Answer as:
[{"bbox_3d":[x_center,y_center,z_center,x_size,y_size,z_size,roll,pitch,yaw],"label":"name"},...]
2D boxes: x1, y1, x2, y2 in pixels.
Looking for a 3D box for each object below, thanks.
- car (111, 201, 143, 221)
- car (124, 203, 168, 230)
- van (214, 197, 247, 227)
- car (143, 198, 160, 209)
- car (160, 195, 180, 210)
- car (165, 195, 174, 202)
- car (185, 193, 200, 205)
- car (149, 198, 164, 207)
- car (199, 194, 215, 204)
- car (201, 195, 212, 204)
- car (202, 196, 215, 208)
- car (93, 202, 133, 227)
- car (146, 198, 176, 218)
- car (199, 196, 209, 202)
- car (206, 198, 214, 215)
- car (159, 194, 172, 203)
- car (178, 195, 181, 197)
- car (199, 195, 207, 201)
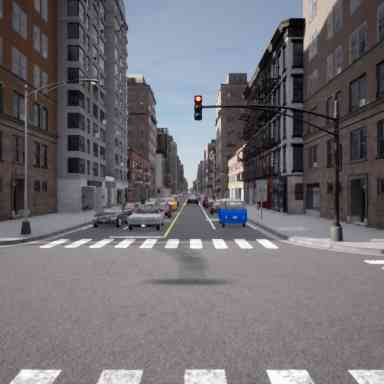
[{"bbox_3d":[-5.376,1.543,28.095,1.887,1.381,4.507,0,0,0],"label":"car"},{"bbox_3d":[-2.811,1.600,21.121,1.895,1.301,4.718,0,0,-1],"label":"car"},{"bbox_3d":[2.647,1.340,22.419,1.690,1.788,3.998,0,0,0],"label":"van"},{"bbox_3d":[-5.368,1.519,44.971,1.752,1.417,4.829,0,0,0],"label":"car"},{"bbox_3d":[-2.826,1.474,39.912,1.882,1.535,5.008,0,0,0],"label":"car"},{"bbox_3d":[-5.353,1.409,79.232,1.967,1.590,4.097,0,0,0],"label":"car"},{"bbox_3d":[0.135,1.463,56.841,1.882,1.535,5.008,0,0,0],"label":"car"},{"bbox_3d":[-5.365,1.556,50.823,1.947,1.339,4.313,0,0,0],"label":"car"},{"bbox_3d":[2.660,1.305,50.825,2.192,1.841,5.009,0,0,0],"label":"car"},{"bbox_3d":[2.665,1.422,62.188,1.967,1.590,4.097,0,0,0],"label":"car"},{"bbox_3d":[2.657,1.576,45.144,1.802,1.307,4.206,0,0,0],"label":"car"},{"bbox_3d":[-5.378,1.549,22.413,2.008,1.369,4.403,0,0,0],"label":"car"},{"bbox_3d":[-2.833,1.562,30.266,1.994,1.385,4.181,0,0,0],"label":"car"},{"bbox_3d":[2.670,1.524,73.550,2.008,1.369,4.403,0,0,0],"label":"car"},{"bbox_3d":[2.652,1.580,33.781,1.802,1.307,4.206,0,0,0],"label":"car"},{"bbox_3d":[-5.358,1.292,67.868,2.192,1.841,5.009,0,0,0],"label":"car"},{"bbox_3d":[-2.788,1.591,50.018,1.895,1.301,4.718,0,0,0],"label":"car"},{"bbox_3d":[2.675,1.530,84.913,1.947,1.339,4.313,0,0,0],"label":"car"}]
